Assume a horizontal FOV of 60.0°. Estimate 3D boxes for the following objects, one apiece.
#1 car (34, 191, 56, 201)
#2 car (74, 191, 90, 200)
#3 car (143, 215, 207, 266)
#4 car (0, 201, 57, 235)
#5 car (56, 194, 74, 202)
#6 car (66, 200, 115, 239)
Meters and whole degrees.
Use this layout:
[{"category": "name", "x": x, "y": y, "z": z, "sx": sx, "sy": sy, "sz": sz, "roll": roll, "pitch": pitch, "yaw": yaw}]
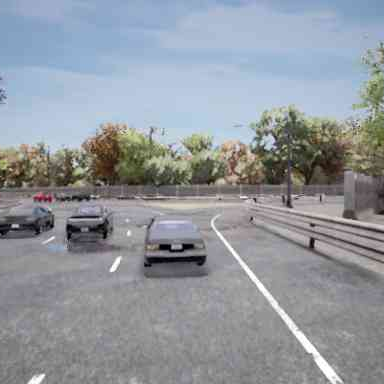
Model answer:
[{"category": "car", "x": -27.842, "y": 0.920, "z": 62.206, "sx": 2.150, "sy": 2.045, "sz": 5.566, "roll": 0, "pitch": 0, "yaw": -39}, {"category": "car", "x": -22.218, "y": 0.855, "z": 66.373, "sx": 2.150, "sy": 2.045, "sz": 5.566, "roll": 0, "pitch": 0, "yaw": -39}, {"category": "car", "x": -0.679, "y": 1.481, "z": 11.276, "sx": 2.033, "sy": 1.411, "sz": 5.357, "roll": 0, "pitch": 0, "yaw": -6}, {"category": "car", "x": -8.802, "y": 1.443, "z": 18.077, "sx": 1.812, "sy": 1.442, "sz": 4.674, "roll": 0, "pitch": 0, "yaw": -10}, {"category": "car", "x": -25.011, "y": 1.161, "z": 64.268, "sx": 1.837, "sy": 1.490, "sz": 4.892, "roll": 0, "pitch": 0, "yaw": -39}, {"category": "car", "x": -5.045, "y": 1.405, "z": 16.817, "sx": 2.128, "sy": 1.511, "sz": 4.902, "roll": 0, "pitch": 0, "yaw": -9}]
